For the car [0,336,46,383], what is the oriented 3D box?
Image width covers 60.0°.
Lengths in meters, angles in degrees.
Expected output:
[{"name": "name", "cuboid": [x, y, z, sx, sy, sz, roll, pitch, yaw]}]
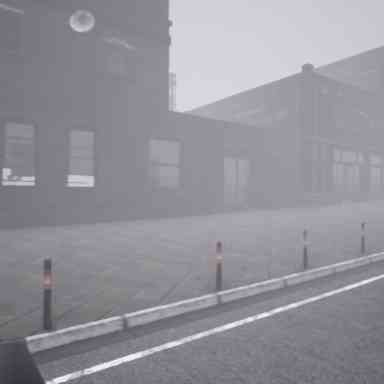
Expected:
[{"name": "car", "cuboid": [-3.018, 1.598, 1.222, 4.718, 1.301, 1.895, 0, 0, -35]}]
